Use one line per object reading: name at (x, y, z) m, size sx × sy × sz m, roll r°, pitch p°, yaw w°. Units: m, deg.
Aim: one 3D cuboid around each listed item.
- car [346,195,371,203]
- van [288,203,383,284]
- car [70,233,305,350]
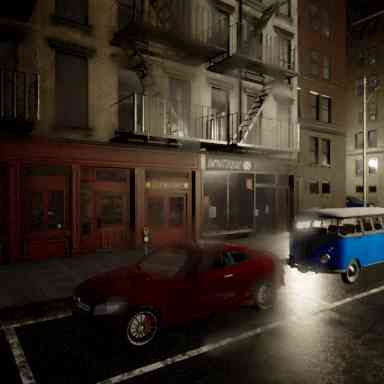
car at (15.206, 1.317, 32.866) m, size 2.150 × 2.045 × 5.566 m, roll 0°, pitch 0°, yaw -35°
van at (4.386, 1.341, 9.281) m, size 3.998 × 1.788 × 1.690 m, roll 0°, pitch 0°, yaw -35°
car at (-0.029, 1.582, 6.160) m, size 4.206 × 1.307 × 1.802 m, roll 0°, pitch 0°, yaw -35°
